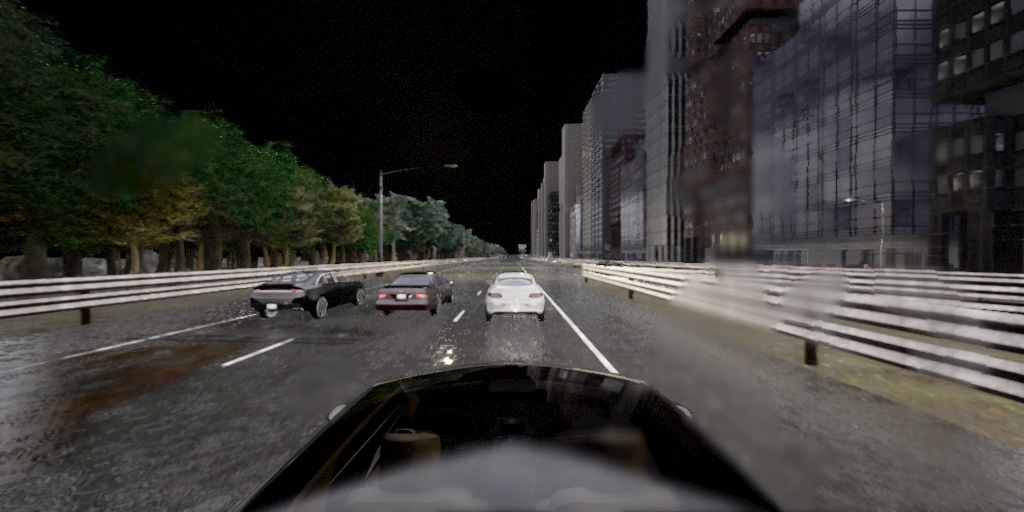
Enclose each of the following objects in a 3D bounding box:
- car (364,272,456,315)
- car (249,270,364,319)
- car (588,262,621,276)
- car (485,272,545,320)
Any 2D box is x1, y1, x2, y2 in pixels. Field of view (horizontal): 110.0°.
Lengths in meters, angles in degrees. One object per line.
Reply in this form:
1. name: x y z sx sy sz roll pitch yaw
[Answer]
1. car: -3.400 1.292 13.533 2.033 1.411 5.357 0 0 0
2. car: -6.899 1.236 12.727 2.128 1.511 4.902 0 0 0
3. car: 9.406 1.304 36.130 1.837 1.490 4.892 0 0 -13
4. car: 0.098 1.271 12.410 1.812 1.442 4.674 0 0 0
